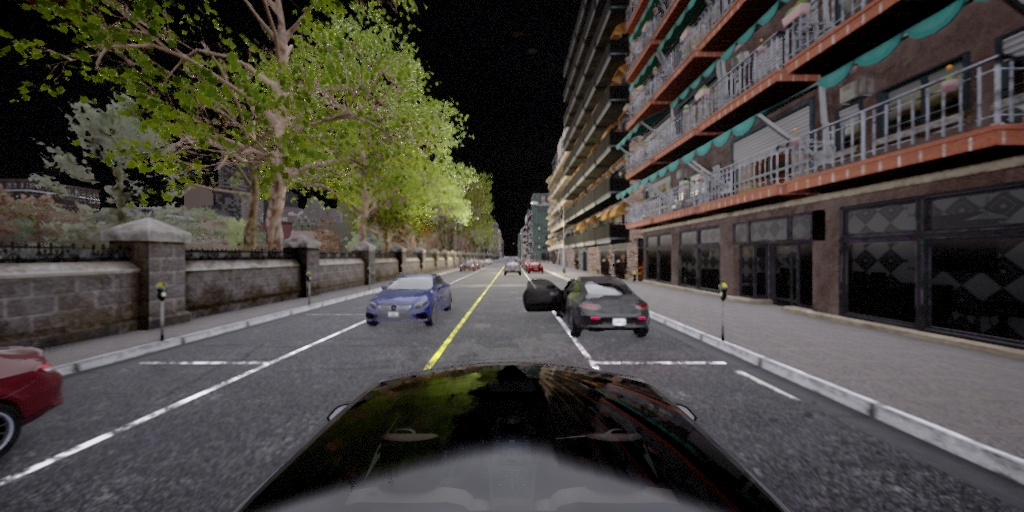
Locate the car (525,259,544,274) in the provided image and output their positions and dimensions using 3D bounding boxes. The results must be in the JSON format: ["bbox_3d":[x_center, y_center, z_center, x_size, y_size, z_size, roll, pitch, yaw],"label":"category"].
[{"bbox_3d":[2.679,1.302,41.539,1.888,1.381,4.507,0,0,0],"label":"car"}]

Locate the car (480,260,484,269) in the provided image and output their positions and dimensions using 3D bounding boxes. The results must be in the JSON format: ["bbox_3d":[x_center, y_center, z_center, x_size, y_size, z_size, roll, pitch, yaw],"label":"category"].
[{"bbox_3d":[-5.706,1.206,52.795,1.967,1.591,4.097,0,0,0],"label":"car"}]

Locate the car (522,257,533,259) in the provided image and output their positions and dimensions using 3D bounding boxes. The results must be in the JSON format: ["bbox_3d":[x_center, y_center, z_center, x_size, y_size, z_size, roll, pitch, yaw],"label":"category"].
[{"bbox_3d":[2.675,1.206,52.799,1.967,1.591,4.097,0,0,0],"label":"car"}]

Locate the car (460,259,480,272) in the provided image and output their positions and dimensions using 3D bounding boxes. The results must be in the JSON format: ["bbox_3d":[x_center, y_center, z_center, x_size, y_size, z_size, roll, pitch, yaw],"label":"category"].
[{"bbox_3d":[-5.704,1.201,47.167,1.967,1.591,4.097,0,0,0],"label":"car"}]

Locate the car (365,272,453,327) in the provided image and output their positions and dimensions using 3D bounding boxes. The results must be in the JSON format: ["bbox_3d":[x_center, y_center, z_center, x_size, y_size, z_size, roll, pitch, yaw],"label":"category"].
[{"bbox_3d":[-3.103,1.274,11.710,1.812,1.442,4.674,0,0,0],"label":"car"}]

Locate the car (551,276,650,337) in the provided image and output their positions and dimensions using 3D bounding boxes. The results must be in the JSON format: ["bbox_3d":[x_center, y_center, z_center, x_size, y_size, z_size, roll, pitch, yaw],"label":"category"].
[{"bbox_3d":[2.350,1.275,10.149,1.812,1.442,4.674,0,0,0],"label":"car"}]

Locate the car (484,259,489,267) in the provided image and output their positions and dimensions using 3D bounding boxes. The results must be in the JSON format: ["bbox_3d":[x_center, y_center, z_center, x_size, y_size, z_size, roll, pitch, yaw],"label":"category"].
[{"bbox_3d":[-5.710,1.327,64.057,2.007,1.370,4.403,0,0,0],"label":"car"}]

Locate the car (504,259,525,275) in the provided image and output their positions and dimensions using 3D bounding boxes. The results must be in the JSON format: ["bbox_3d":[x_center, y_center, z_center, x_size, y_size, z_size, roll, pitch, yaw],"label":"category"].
[{"bbox_3d":[0.067,1.303,39.120,2.033,1.411,5.357,0,0,0],"label":"car"}]

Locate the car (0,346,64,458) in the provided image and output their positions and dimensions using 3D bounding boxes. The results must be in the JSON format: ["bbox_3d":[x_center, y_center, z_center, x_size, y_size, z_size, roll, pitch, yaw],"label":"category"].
[{"bbox_3d":[-5.689,1.332,2.124,1.802,1.307,4.207,0,0,0],"label":"car"}]
